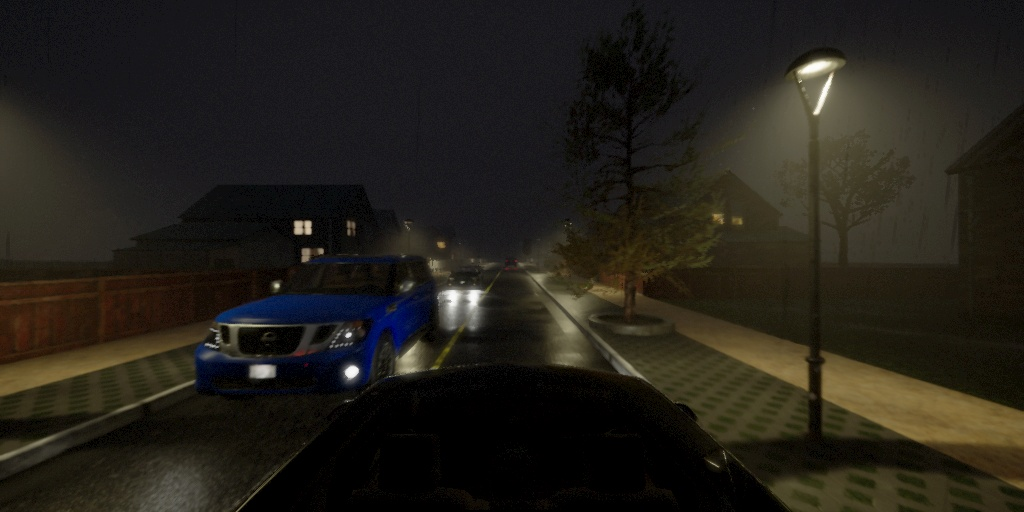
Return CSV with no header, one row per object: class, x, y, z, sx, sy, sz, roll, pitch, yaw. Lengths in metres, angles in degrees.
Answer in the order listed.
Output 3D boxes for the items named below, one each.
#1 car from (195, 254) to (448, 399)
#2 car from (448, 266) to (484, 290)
car,-2.857,0.982,6.856,2.150,2.045,5.566,0,0,0
car,-2.875,1.333,22.755,1.994,1.385,4.181,0,0,0
